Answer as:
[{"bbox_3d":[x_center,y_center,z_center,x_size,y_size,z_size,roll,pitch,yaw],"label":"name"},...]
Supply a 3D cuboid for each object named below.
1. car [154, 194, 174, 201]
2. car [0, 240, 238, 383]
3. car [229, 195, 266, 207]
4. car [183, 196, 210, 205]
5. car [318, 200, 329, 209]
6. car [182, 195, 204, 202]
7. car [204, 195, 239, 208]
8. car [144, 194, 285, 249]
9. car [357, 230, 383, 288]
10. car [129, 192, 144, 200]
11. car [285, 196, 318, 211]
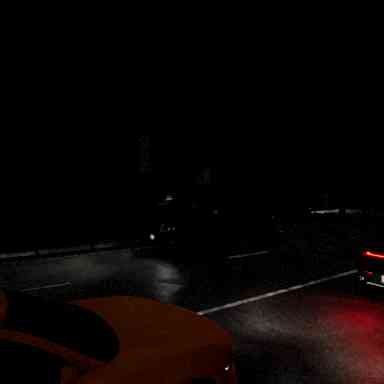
[{"bbox_3d":[-6.245,1.239,74.766,2.128,1.511,4.902,-1,0,-38],"label":"car"},{"bbox_3d":[-1.857,1.478,2.404,5.008,1.535,1.882,0,0,-36],"label":"car"},{"bbox_3d":[7.597,1.252,46.197,2.128,1.511,4.902,-1,0,-39],"label":"car"},{"bbox_3d":[0.661,1.367,54.824,1.895,1.301,4.718,-1,0,-39],"label":"car"},{"bbox_3d":[13.499,1.261,38.868,1.837,1.490,4.892,-1,0,-39],"label":"car"},{"bbox_3d":[0.104,1.309,66.988,1.895,1.301,4.718,-1,0,-39],"label":"car"},{"bbox_3d":[3.932,1.269,45.167,1.882,1.535,5.008,-1,0,-39],"label":"car"},{"bbox_3d":[0.881,1.192,13.188,5.566,2.045,2.150,0,0,-35],"label":"car"},{"bbox_3d":[5.848,1.468,7.937,4.892,1.490,1.837,0,0,-36],"label":"car"},{"bbox_3d":[-10.032,1.029,62.657,2.150,2.045,5.566,-1,0,-38],"label":"car"},{"bbox_3d":[10.685,1.334,36.782,2.033,1.411,5.357,-1,0,-39],"label":"car"}]
